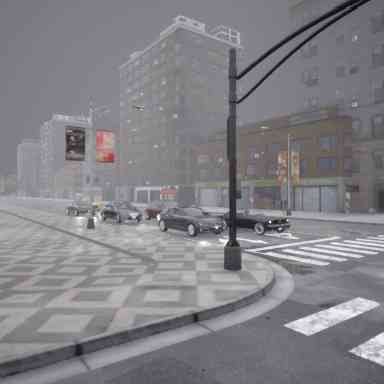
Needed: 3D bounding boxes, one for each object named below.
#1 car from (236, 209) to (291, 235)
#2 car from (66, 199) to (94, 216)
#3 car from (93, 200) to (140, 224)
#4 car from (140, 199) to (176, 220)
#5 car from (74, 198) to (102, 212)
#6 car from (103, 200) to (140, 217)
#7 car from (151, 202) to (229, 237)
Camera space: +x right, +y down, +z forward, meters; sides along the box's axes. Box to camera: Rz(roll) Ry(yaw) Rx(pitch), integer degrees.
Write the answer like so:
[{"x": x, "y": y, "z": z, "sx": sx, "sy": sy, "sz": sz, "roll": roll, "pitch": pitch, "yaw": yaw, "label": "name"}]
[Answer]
[{"x": 3.363, "y": 1.648, "z": 19.388, "sx": 1.895, "sy": 1.301, "sz": 4.718, "roll": 0, "pitch": 0, "yaw": -36, "label": "car"}, {"x": -11.529, "y": 1.627, "z": 34.344, "sx": 1.837, "sy": 1.490, "sz": 4.892, "roll": 0, "pitch": 0, "yaw": -36, "label": "car"}, {"x": -5.679, "y": 1.581, "z": 26.286, "sx": 2.128, "sy": 1.511, "sz": 4.902, "roll": 0, "pitch": 0, "yaw": -36, "label": "car"}, {"x": -1.964, "y": 1.435, "z": 26.712, "sx": 2.097, "sy": 1.767, "sz": 4.553, "roll": 0, "pitch": 0, "yaw": -36, "label": "car"}, {"x": -13.345, "y": 1.620, "z": 42.411, "sx": 1.882, "sy": 1.535, "sz": 5.008, "roll": 0, "pitch": 0, "yaw": -36, "label": "car"}, {"x": -7.306, "y": 1.619, "z": 34.057, "sx": 1.837, "sy": 1.490, "sz": 4.892, "roll": 0, "pitch": 0, "yaw": -36, "label": "car"}, {"x": -0.181, "y": 1.558, "z": 18.728, "sx": 1.837, "sy": 1.490, "sz": 4.892, "roll": 0, "pitch": 0, "yaw": -36, "label": "car"}]
